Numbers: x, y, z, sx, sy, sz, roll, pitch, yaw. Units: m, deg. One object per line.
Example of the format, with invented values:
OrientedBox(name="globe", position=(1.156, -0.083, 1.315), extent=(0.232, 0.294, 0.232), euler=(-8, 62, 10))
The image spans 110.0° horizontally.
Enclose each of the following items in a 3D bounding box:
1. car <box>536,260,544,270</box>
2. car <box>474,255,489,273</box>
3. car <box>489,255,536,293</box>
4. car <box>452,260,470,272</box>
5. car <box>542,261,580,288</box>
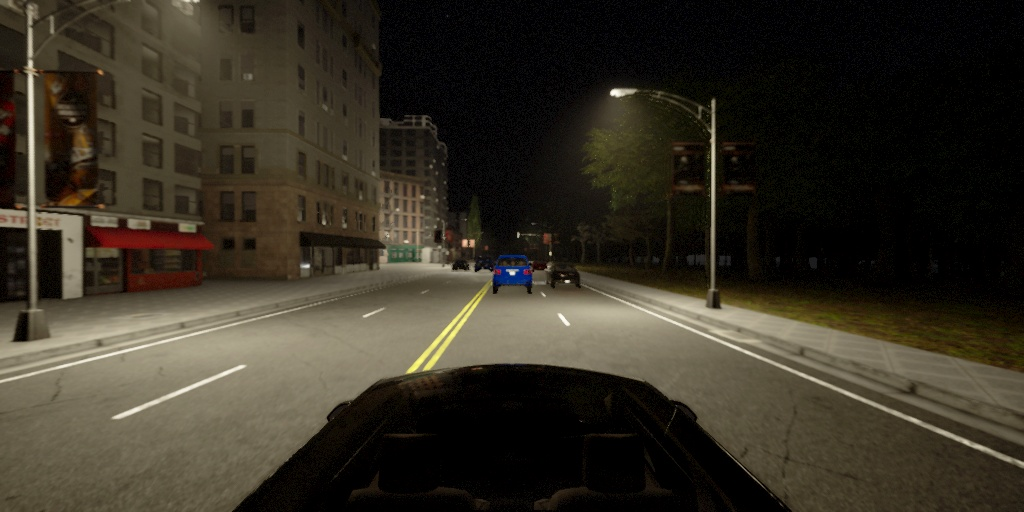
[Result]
OrientedBox(name="car", position=(3.346, 1.214, 45.207), extent=(1.882, 1.535, 5.008), euler=(0, 0, 0))
OrientedBox(name="car", position=(-3.339, 0.956, 43.661), extent=(2.150, 2.045, 5.566), euler=(0, 0, 0))
OrientedBox(name="car", position=(0.044, 0.971, 20.988), extent=(2.150, 2.045, 5.566), euler=(0, 0, 1))
OrientedBox(name="car", position=(-6.575, 1.243, 46.321), extent=(1.837, 1.490, 4.892), euler=(0, -1, 0))
OrientedBox(name="car", position=(3.315, 1.254, 23.838), extent=(1.837, 1.490, 4.892), euler=(0, 1, 0))
